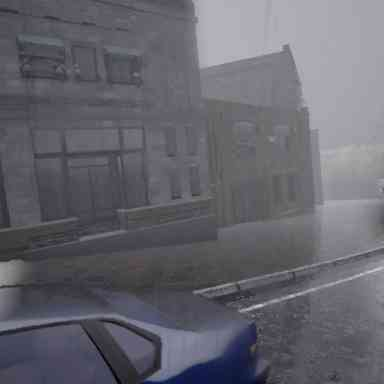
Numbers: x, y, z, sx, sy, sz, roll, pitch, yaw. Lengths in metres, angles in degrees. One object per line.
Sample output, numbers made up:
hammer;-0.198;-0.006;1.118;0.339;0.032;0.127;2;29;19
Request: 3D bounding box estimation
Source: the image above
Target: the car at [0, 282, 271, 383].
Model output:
car;-1.778;1.548;2.427;5.357;1.411;2.033;0;0;-36
